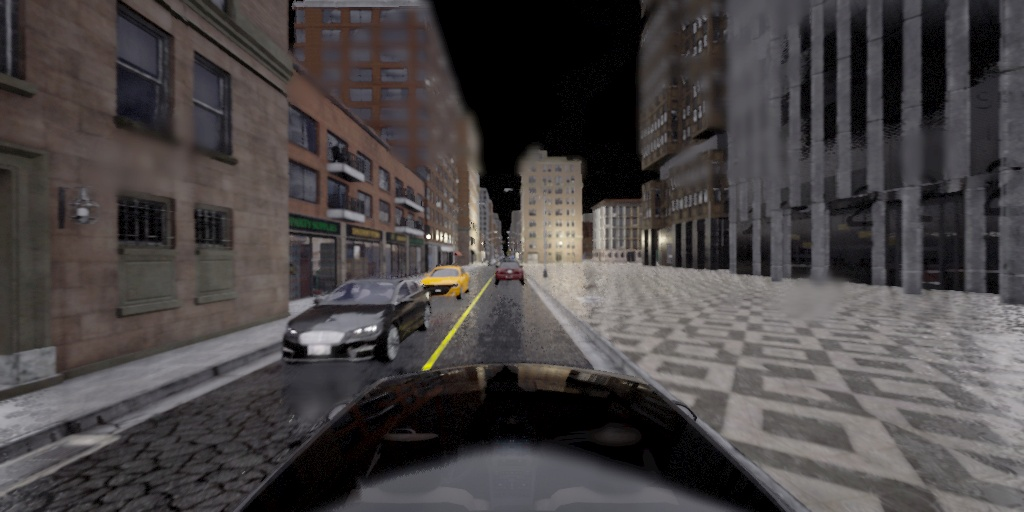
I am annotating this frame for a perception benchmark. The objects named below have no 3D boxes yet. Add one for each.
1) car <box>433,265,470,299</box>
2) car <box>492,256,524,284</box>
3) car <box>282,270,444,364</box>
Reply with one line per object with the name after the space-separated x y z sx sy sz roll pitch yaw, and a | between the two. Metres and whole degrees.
-3.263 1.253 18.270 1.882 1.535 5.008 0 0 -1 | car
-0.179 1.116 27.475 2.097 1.767 4.553 0 0 0 | car
-3.153 1.262 8.273 2.128 1.511 4.902 0 0 -1 | car
